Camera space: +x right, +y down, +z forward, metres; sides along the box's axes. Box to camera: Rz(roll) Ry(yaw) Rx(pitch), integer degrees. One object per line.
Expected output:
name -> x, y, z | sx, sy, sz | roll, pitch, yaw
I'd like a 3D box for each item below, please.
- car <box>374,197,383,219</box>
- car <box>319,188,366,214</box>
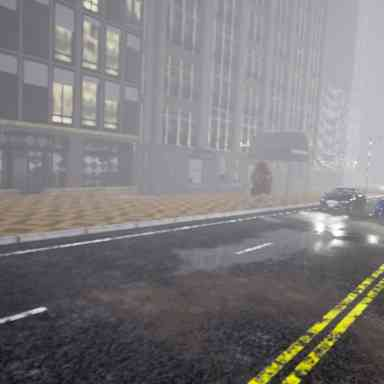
car -> 12.124, 0.788, 19.347 | 1.882, 1.535, 5.008 | 7, 5, 40
car -> 9.979, 0.493, 21.822 | 2.128, 1.511, 4.902 | 7, 5, 40
